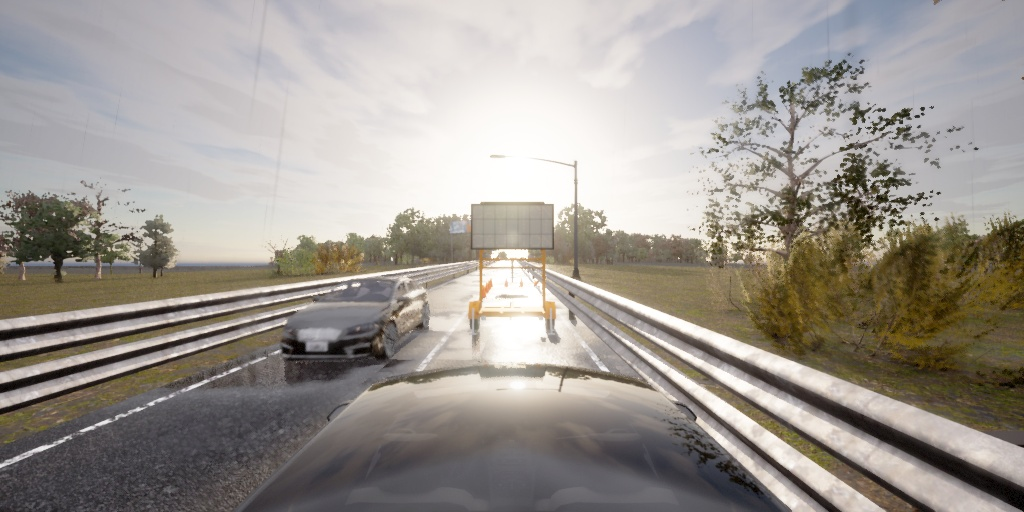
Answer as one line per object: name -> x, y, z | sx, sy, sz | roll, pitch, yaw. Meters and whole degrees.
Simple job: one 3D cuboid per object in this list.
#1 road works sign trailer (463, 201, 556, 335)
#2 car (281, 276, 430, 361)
road works sign trailer -> 0.014, 0.218, 10.494 | 2.380, 3.560, 2.880 | 0, 0, 0
car -> -3.247, 1.244, 8.419 | 2.128, 1.511, 4.902 | 0, 0, 0
